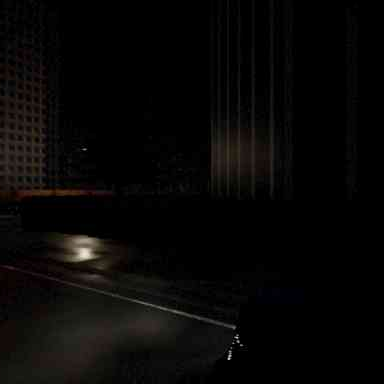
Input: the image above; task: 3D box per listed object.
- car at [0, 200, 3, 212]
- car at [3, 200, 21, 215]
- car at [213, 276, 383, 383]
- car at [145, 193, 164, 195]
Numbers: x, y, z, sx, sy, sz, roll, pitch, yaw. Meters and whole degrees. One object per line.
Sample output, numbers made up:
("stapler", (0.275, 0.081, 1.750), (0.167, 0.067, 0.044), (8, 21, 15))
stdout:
("car", (-19.706, 1.549, 34.469), (1.812, 1.442, 4.674), (0, 0, 35))
("car", (-15.983, 1.627, 33.670), (1.895, 1.301, 4.718), (0, 0, 35))
("car", (2.835, 1.217, 1.973), (5.566, 2.045, 2.150), (-1, 0, 35))
("car", (-6.472, 1.250, 53.010), (2.150, 2.045, 5.566), (0, 0, 36))
